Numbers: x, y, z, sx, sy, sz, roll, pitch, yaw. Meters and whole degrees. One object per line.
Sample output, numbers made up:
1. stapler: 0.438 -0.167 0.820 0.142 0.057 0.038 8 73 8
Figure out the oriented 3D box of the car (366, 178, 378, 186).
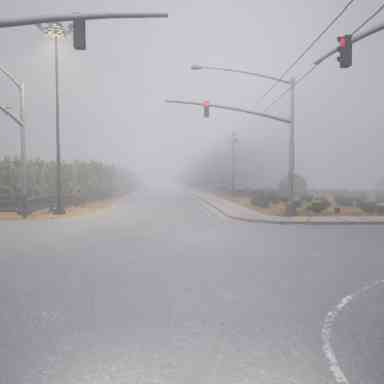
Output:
1. car: 42.115 -2.293 77.607 1.905 1.878 3.866 10 10 41
